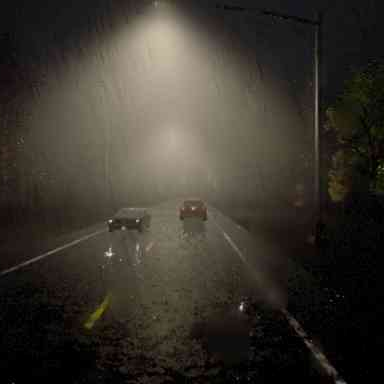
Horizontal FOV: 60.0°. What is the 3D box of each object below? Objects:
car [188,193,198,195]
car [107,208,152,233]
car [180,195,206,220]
[{"bbox_3d":[0.113,1.254,56.180,2.150,2.045,5.566,0,0,0],"label":"car"},{"bbox_3d":[-3.587,1.612,19.739,1.895,1.301,4.718,0,0,0],"label":"car"},{"bbox_3d":[0.107,1.368,28.456,2.097,1.767,4.553,0,0,0],"label":"car"}]
